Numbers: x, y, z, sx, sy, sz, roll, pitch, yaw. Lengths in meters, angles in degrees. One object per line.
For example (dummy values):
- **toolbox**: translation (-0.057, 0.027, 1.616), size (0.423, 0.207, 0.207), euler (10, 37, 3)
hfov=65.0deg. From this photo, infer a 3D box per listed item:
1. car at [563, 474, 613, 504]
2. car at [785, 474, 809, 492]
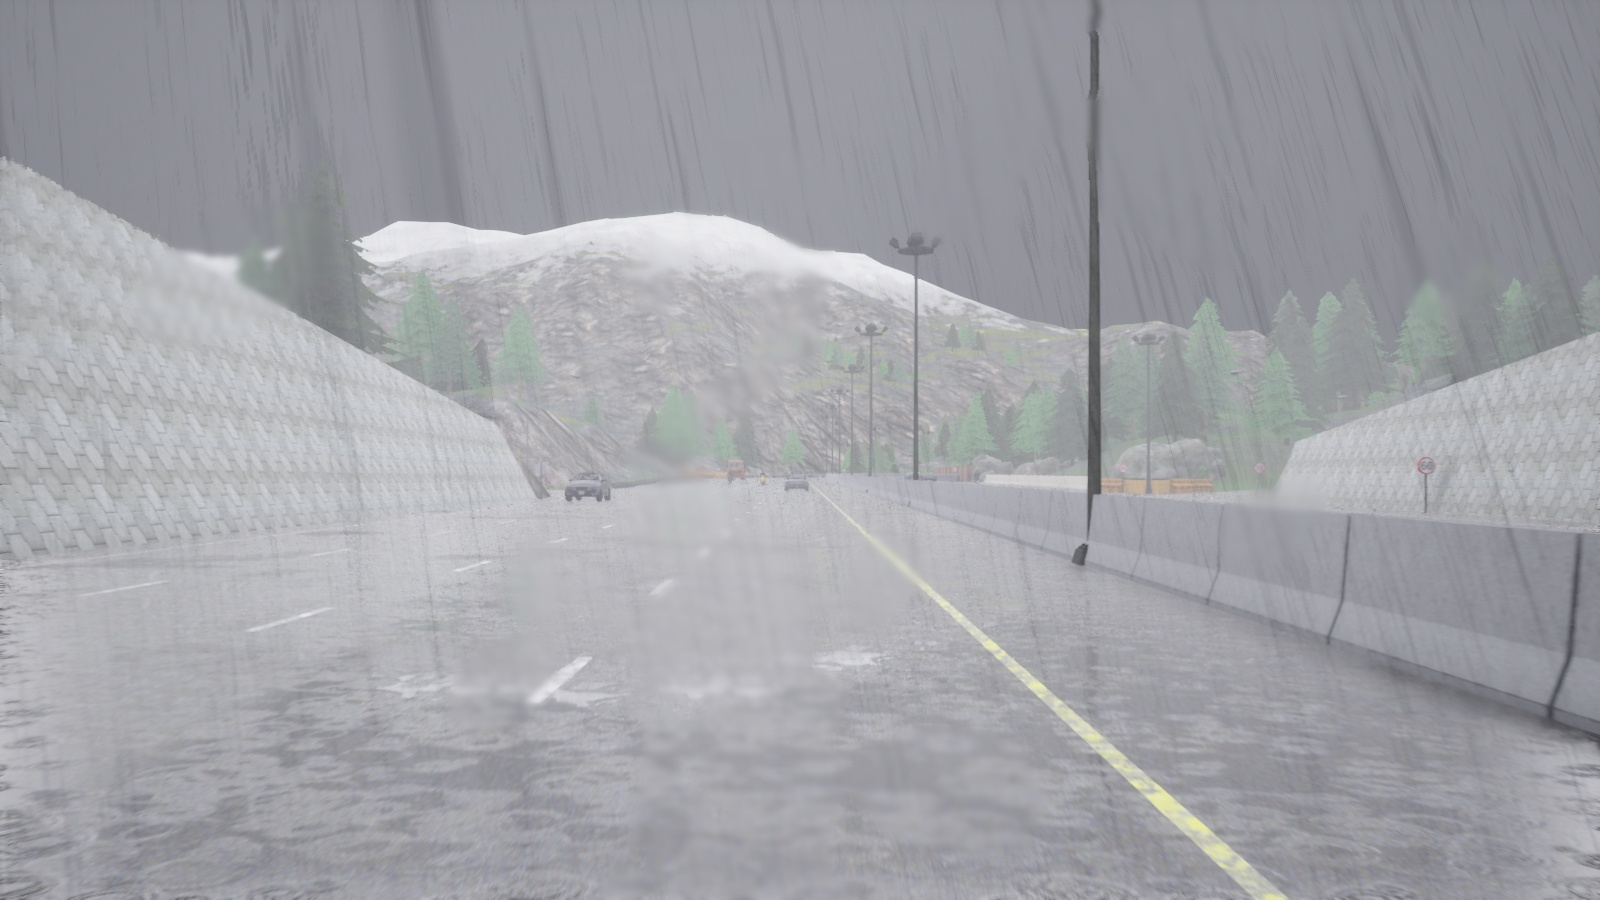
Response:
- **car**: translation (-10.653, 1.929, 63.224), size (1.816, 1.474, 4.193), euler (0, -1, 0)
- **car**: translation (-0.239, 2.566, 98.560), size (1.895, 1.301, 4.718), euler (0, -1, 0)
